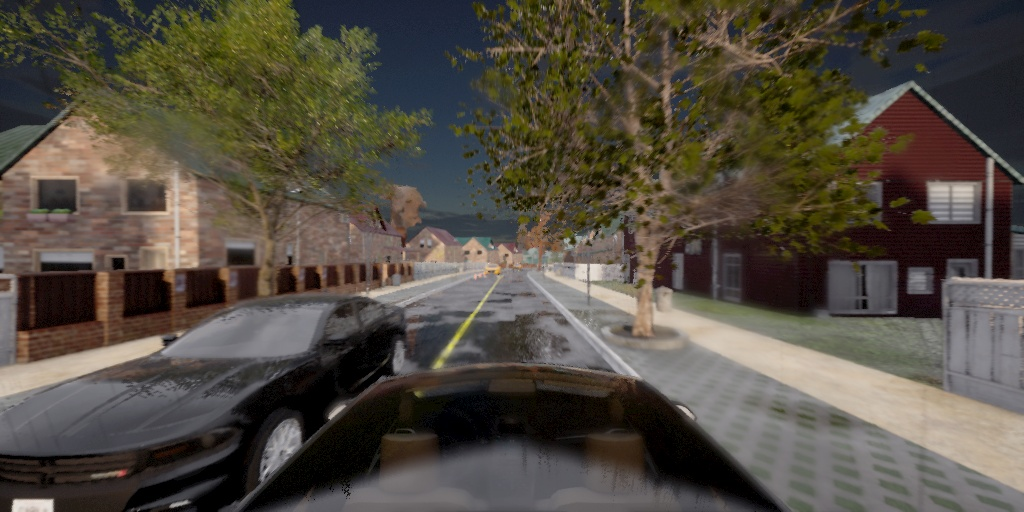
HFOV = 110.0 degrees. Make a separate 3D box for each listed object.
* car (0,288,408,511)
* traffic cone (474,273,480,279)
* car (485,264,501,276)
[{"bbox_3d":[-2.849,1.255,4.632,1.882,1.535,5.008,0,-1,0],"label":"car"},{"bbox_3d":[-3.852,2.141,37.827,0.340,0.580,0.340,0,0,0],"label":"traffic cone"},{"bbox_3d":[-2.541,1.825,48.653,1.882,1.535,5.008,0,-1,3],"label":"car"}]
